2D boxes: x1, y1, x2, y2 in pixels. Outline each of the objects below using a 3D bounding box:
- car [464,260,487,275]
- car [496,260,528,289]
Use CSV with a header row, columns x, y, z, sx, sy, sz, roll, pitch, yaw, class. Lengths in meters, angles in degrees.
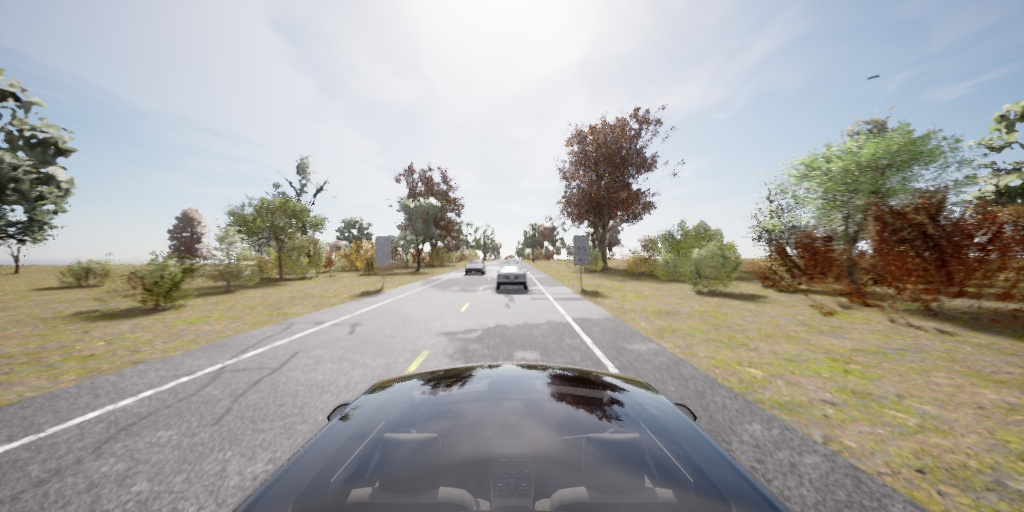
x,y,z,sx,sy,sz,roll,pitch,yaw,class
-3.524,1.091,35.688,2.033,1.411,5.357,0,0,0,car
0.009,1.162,21.521,2.033,1.411,5.357,0,0,1,car
